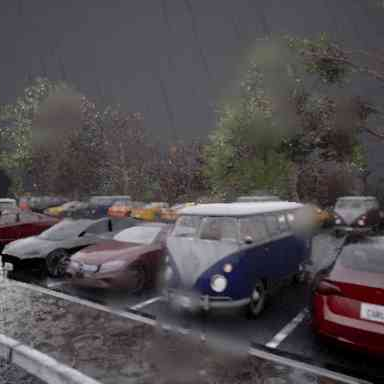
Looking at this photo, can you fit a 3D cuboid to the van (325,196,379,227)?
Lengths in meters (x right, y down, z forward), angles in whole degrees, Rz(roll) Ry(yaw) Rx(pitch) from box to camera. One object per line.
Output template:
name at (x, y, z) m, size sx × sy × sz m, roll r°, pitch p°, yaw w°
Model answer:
van at (8.826, 1.221, 17.859) m, size 1.878 × 1.987 × 4.442 m, roll 0°, pitch 0°, yaw 35°

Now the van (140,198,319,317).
van at (1.153, 1.223, 7.266) m, size 1.878 × 1.987 × 4.442 m, roll 0°, pitch 0°, yaw 35°

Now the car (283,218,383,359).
car at (3.511, 1.460, 5.780) m, size 2.163 × 1.488 × 4.792 m, roll 0°, pitch 0°, yaw 35°

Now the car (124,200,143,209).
car at (-2.527, 1.538, 26.008) m, size 2.097 × 1.535 × 5.008 m, roll 0°, pitch 0°, yaw 35°

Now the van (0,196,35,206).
van at (-10.054, 1.314, 15.460) m, size 1.878 × 1.987 × 4.442 m, roll 0°, pitch 0°, yaw 35°

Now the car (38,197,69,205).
car at (-11.579, 1.609, 32.176) m, size 1.946 × 1.575 × 5.366 m, roll -1°, pitch 0°, yaw 35°

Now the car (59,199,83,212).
car at (-9.215, 1.593, 30.727) m, size 2.231 × 1.521 × 4.892 m, roll 0°, pitch 0°, yaw 35°

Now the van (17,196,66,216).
van at (-16.031, 1.446, 35.688) m, size 1.878 × 1.987 × 4.442 m, roll -1°, pitch -1°, yaw 35°

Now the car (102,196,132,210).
car at (-4.704, 1.430, 27.512) m, size 2.185 × 1.767 × 4.553 m, roll 0°, pitch 0°, yaw 35°

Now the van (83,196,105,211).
van at (-6.882, 1.348, 29.231) m, size 1.878 × 1.987 × 4.442 m, roll 0°, pitch 0°, yaw 35°

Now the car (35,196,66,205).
car at (-13.721, 1.384, 33.948) m, size 2.435 × 2.045 × 5.566 m, roll -1°, pitch -1°, yaw 35°

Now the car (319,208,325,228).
car at (6.527, 1.462, 19.399) m, size 1.946 × 1.575 × 5.366 m, roll 0°, pitch 0°, yaw 35°

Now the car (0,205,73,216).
car at (-7.849, 1.521, 13.768) m, size 2.097 × 1.535 × 5.008 m, roll 0°, pitch 0°, yaw 35°

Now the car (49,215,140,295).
car at (-1.045, 1.507, 8.963) m, size 2.002 × 1.452 × 4.674 m, roll 0°, pitch 0°, yaw 35°

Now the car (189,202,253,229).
car at (2.102, 1.502, 22.740) m, size 2.231 × 1.521 × 4.892 m, roll 0°, pitch 0°, yaw 35°

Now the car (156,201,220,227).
car at (-0.161, 1.519, 24.338) m, size 2.097 × 1.535 × 5.008 m, roll 0°, pitch 0°, yaw 35°

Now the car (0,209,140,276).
car at (-3.334, 1.515, 10.538) m, size 2.163 × 1.488 × 4.792 m, roll 0°, pitch 0°, yaw 35°

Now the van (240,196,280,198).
van at (4.435, 1.257, 21.244) m, size 1.878 × 1.987 × 4.442 m, roll 0°, pitch 0°, yaw 35°
